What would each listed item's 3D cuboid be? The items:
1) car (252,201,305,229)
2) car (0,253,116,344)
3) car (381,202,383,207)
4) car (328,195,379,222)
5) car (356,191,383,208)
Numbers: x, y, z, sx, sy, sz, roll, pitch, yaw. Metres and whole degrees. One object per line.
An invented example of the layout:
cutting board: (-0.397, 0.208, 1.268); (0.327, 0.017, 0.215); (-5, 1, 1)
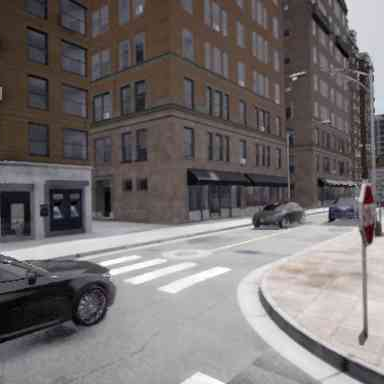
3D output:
car: (5.457, 1.380, 20.630); (1.837, 1.490, 4.892); (-2, -1, 39)
car: (-3.316, 1.534, 4.842); (1.812, 1.442, 4.674); (0, 0, 39)
car: (23.663, 1.081, 38.763); (1.882, 1.535, 5.008); (-2, -1, 39)
car: (11.032, 1.107, 22.903); (2.097, 1.767, 4.553); (-2, -1, 39)
car: (22.491, 0.890, 41.900); (2.150, 2.045, 5.566); (-2, -1, 39)
